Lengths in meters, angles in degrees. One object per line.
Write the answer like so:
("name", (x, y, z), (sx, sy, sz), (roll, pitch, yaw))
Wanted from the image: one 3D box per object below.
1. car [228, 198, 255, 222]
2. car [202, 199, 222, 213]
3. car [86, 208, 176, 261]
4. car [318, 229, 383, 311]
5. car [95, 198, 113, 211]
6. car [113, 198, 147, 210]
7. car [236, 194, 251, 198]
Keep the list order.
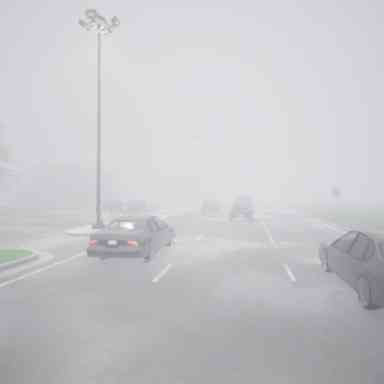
("car", (4.030, 1.540, 27.191), (1.837, 1.490, 4.892), (0, 0, 10))
("car", (2.270, 1.525, 37.889), (2.128, 1.511, 4.902), (0, 0, 10))
("car", (-1.966, 1.545, 12.308), (2.033, 1.411, 5.357), (0, 0, 9))
("car", (4.397, 1.573, 7.641), (2.033, 1.411, 5.357), (0, 0, 8))
("car", (-9.433, 1.468, 38.449), (2.128, 1.511, 4.902), (0, 0, 10))
("car", (-6.311, 1.482, 35.993), (2.128, 1.511, 4.902), (0, 0, 10))
("car", (6.440, 1.280, 41.590), (2.150, 2.045, 5.566), (0, 0, 10))
